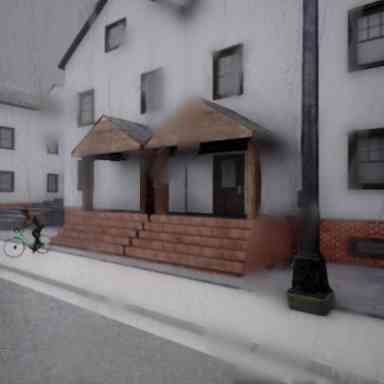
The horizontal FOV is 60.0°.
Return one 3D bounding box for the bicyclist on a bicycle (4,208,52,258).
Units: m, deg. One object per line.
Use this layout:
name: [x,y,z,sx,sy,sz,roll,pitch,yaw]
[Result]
bicyclist on a bicycle: [-5.571,1.382,11.421,0.582,1.620,1.656,0,0,39]
